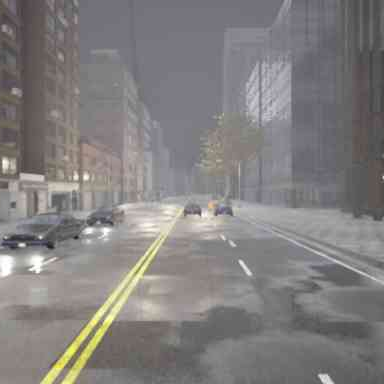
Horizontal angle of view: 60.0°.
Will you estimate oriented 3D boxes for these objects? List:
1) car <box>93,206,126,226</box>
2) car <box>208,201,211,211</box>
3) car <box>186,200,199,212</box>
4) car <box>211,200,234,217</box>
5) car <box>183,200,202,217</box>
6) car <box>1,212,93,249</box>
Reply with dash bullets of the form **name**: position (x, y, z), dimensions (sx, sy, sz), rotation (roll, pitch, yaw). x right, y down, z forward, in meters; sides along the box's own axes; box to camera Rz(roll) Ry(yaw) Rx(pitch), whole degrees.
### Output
- **car**: position (-6.536, 1.785, 26.063), dimensions (2.033, 1.411, 5.357), rotation (0, -1, 1)
- **car**: position (3.353, 1.898, 47.367), dimensions (1.882, 1.535, 5.008), rotation (0, 0, 1)
- **car**: position (0.098, 1.923, 46.902), dimensions (1.837, 1.490, 4.892), rotation (0, 0, 0)
- **car**: position (3.316, 1.848, 35.646), dimensions (1.812, 1.442, 4.674), rotation (0, 0, 0)
- **car**: position (0.065, 1.811, 35.256), dimensions (2.128, 1.511, 4.902), rotation (0, 0, 0)
- **car**: position (-6.564, 1.690, 15.515), dimensions (2.033, 1.411, 5.357), rotation (0, -1, 0)
